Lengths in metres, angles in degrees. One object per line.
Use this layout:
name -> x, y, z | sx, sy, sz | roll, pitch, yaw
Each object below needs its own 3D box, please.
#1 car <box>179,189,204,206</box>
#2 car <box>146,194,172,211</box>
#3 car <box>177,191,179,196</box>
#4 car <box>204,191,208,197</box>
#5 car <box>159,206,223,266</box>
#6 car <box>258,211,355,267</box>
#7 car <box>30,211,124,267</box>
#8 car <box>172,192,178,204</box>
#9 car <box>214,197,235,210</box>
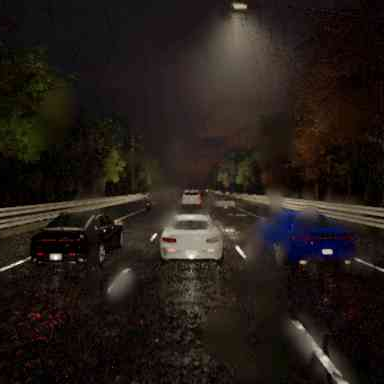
car -> -0.062, 0.807, 40.119 | 2.150, 2.045, 5.566 | 0, 1, 0
car -> -3.553, 1.203, 34.066 | 2.033, 1.411, 5.357 | 0, 1, 0
car -> -3.635, 0.550, 90.376 | 1.812, 1.442, 4.674 | 0, 1, 0
car -> 3.365, 0.489, 90.617 | 1.882, 1.535, 5.008 | 0, 1, 0
car -> -0.021, 1.415, 11.007 | 1.812, 1.442, 4.674 | 0, 1, 0
car -> 3.478, 1.361, 11.032 | 1.882, 1.535, 5.008 | 0, 1, 0
car -> -3.521, 1.401, 11.001 | 1.837, 1.490, 4.892 | 0, 1, 0
car -> -3.577, 1.029, 50.063 | 2.033, 1.411, 5.357 | 0, 1, 0
car -> 3.444, 1.224, 36.080 | 1.895, 1.301, 4.718 | 0, 1, 0
